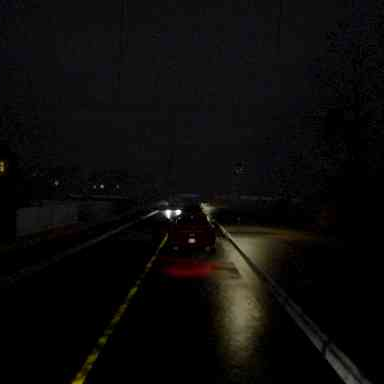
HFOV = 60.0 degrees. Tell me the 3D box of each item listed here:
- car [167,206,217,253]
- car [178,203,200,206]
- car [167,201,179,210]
[{"bbox_3d":[0.004,1.617,14.476,1.882,1.535,5.008,0,0,0],"label":"car"},{"bbox_3d":[0.002,1.787,29.292,1.837,1.490,4.892,0,0,0],"label":"car"},{"bbox_3d":[-2.753,2.093,51.627,1.895,1.301,4.718,0,-1,0],"label":"car"}]
